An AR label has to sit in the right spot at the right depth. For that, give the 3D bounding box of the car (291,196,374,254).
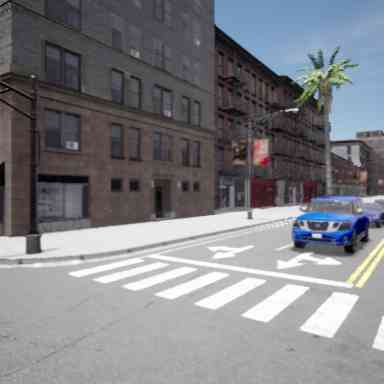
[{"bbox_3d":[6.011,1.204,14.081,2.150,2.045,5.566,0,0,35],"label":"car"}]

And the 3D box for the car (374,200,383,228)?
[{"bbox_3d":[11.736,1.495,22.273,1.812,1.442,4.674,0,0,35],"label":"car"}]
